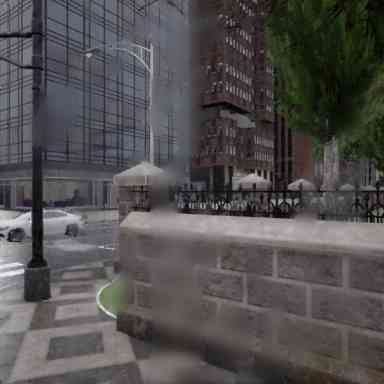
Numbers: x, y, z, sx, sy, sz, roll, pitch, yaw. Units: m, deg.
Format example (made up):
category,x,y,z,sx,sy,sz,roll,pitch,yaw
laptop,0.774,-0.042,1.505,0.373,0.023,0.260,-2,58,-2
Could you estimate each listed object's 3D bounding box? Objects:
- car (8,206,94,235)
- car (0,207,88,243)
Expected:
category,x,y,z,sx,sy,sz,roll,pitch,yaw
car,-8.425,1.632,20.205,2.008,1.369,4.403,0,-1,36
car,-7.671,1.591,16.685,1.812,1.442,4.674,0,0,36
